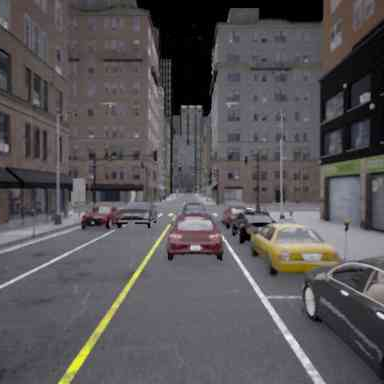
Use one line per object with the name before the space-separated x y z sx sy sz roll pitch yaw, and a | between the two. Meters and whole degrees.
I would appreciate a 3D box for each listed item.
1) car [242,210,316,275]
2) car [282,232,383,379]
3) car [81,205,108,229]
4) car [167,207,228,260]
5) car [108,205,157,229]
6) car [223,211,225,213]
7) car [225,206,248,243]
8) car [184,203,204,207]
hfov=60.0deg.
car | 2.866 1.511 10.254 1.752 1.417 4.829 -1 0 0
car | 2.865 1.545 4.498 2.008 1.369 4.403 -1 0 0
car | -5.677 1.513 21.255 1.887 1.381 4.507 -1 0 0
car | 0.102 1.508 12.296 1.812 1.442 4.674 0 0 0
car | -3.001 1.166 19.122 2.033 1.411 5.357 0 0 0
car | 2.869 1.550 21.256 1.802 1.307 4.206 -1 0 0
car | 2.868 1.543 15.670 1.947 1.339 4.313 -1 0 0
car | 0.134 1.510 24.659 2.033 1.411 5.357 0 0 -3
